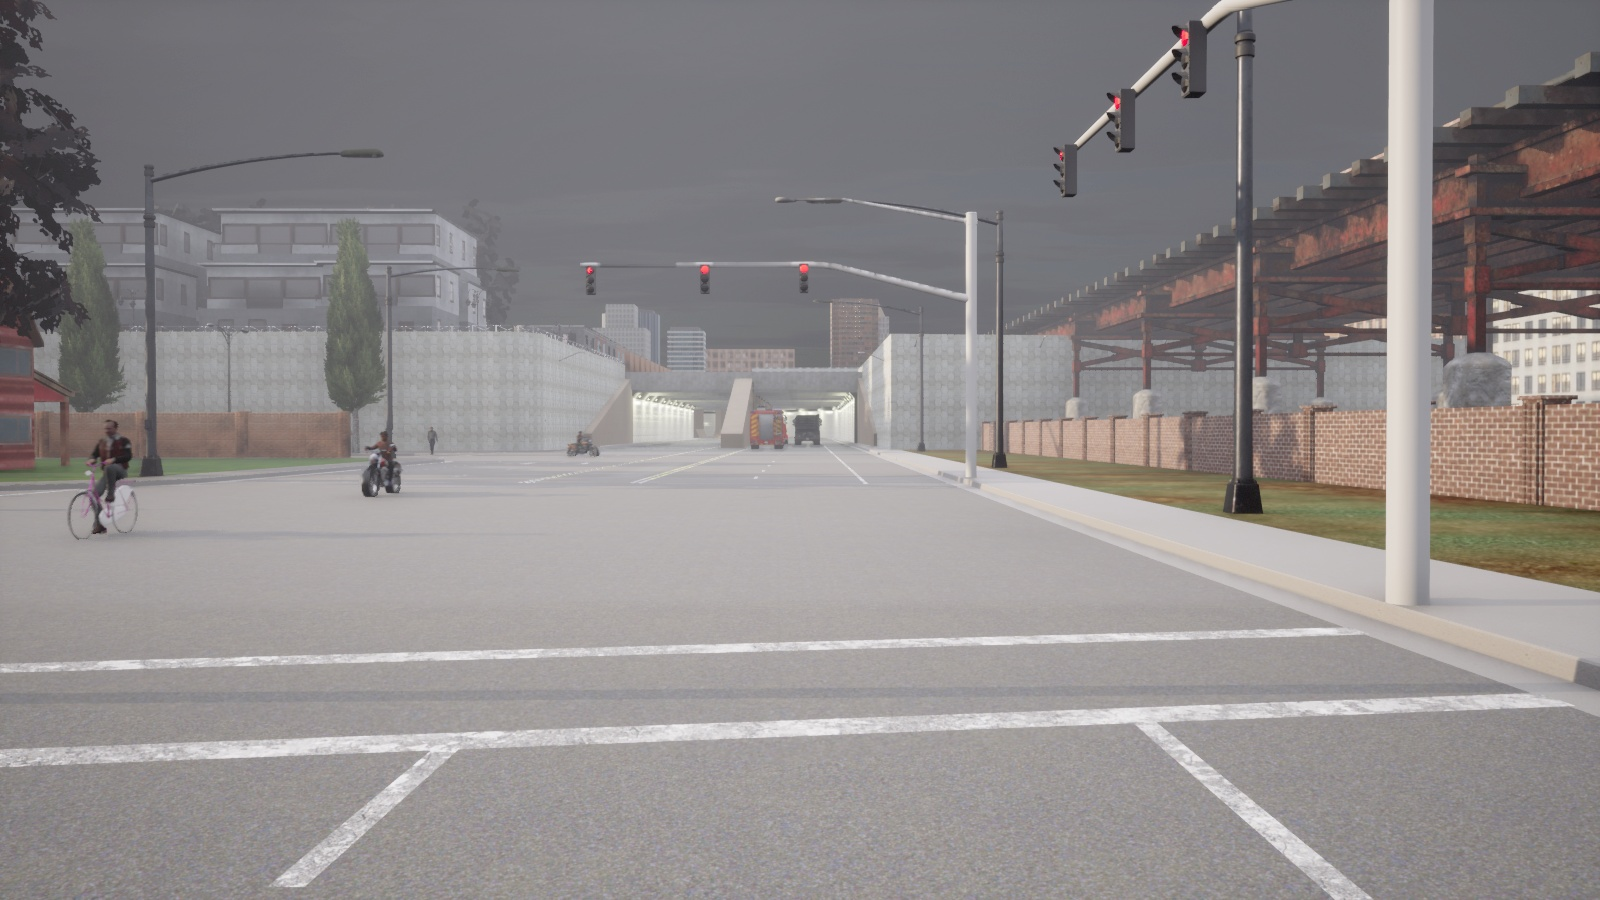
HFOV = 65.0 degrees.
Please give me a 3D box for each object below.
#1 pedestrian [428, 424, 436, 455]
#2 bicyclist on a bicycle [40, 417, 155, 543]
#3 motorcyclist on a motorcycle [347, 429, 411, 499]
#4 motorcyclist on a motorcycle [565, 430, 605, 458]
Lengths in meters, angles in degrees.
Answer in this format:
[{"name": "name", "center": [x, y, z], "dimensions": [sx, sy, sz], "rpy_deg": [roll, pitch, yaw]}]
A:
[{"name": "pedestrian", "center": [-23.444, -0.658, 79.995], "dimensions": [0.423, 1.949, 0.788], "rpy_deg": [0, 1, -11]}, {"name": "bicyclist on a bicycle", "center": [-10.377, 0.411, 18.631], "dimensions": [0.659, 1.776, 1.843], "rpy_deg": [0, 1, 0]}, {"name": "motorcyclist on a motorcycle", "center": [-10.307, 0.320, 30.848], "dimensions": [0.766, 1.649, 2.350], "rpy_deg": [0, 1, 0]}, {"name": "motorcyclist on a motorcycle", "center": [-12.946, -0.375, 75.530], "dimensions": [2.350, 1.649, 0.766], "rpy_deg": [1, 3, 28]}]
